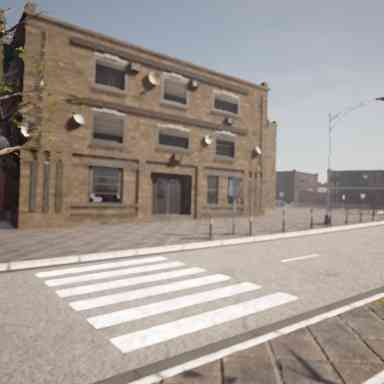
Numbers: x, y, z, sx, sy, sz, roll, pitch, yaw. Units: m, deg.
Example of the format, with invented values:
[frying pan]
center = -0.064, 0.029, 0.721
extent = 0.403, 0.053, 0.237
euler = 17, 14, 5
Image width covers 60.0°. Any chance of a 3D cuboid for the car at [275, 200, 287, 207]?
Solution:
[car]
center = 20.002, 2.582, 76.284
extent = 2.163, 1.488, 4.792
euler = 1, -1, 43
